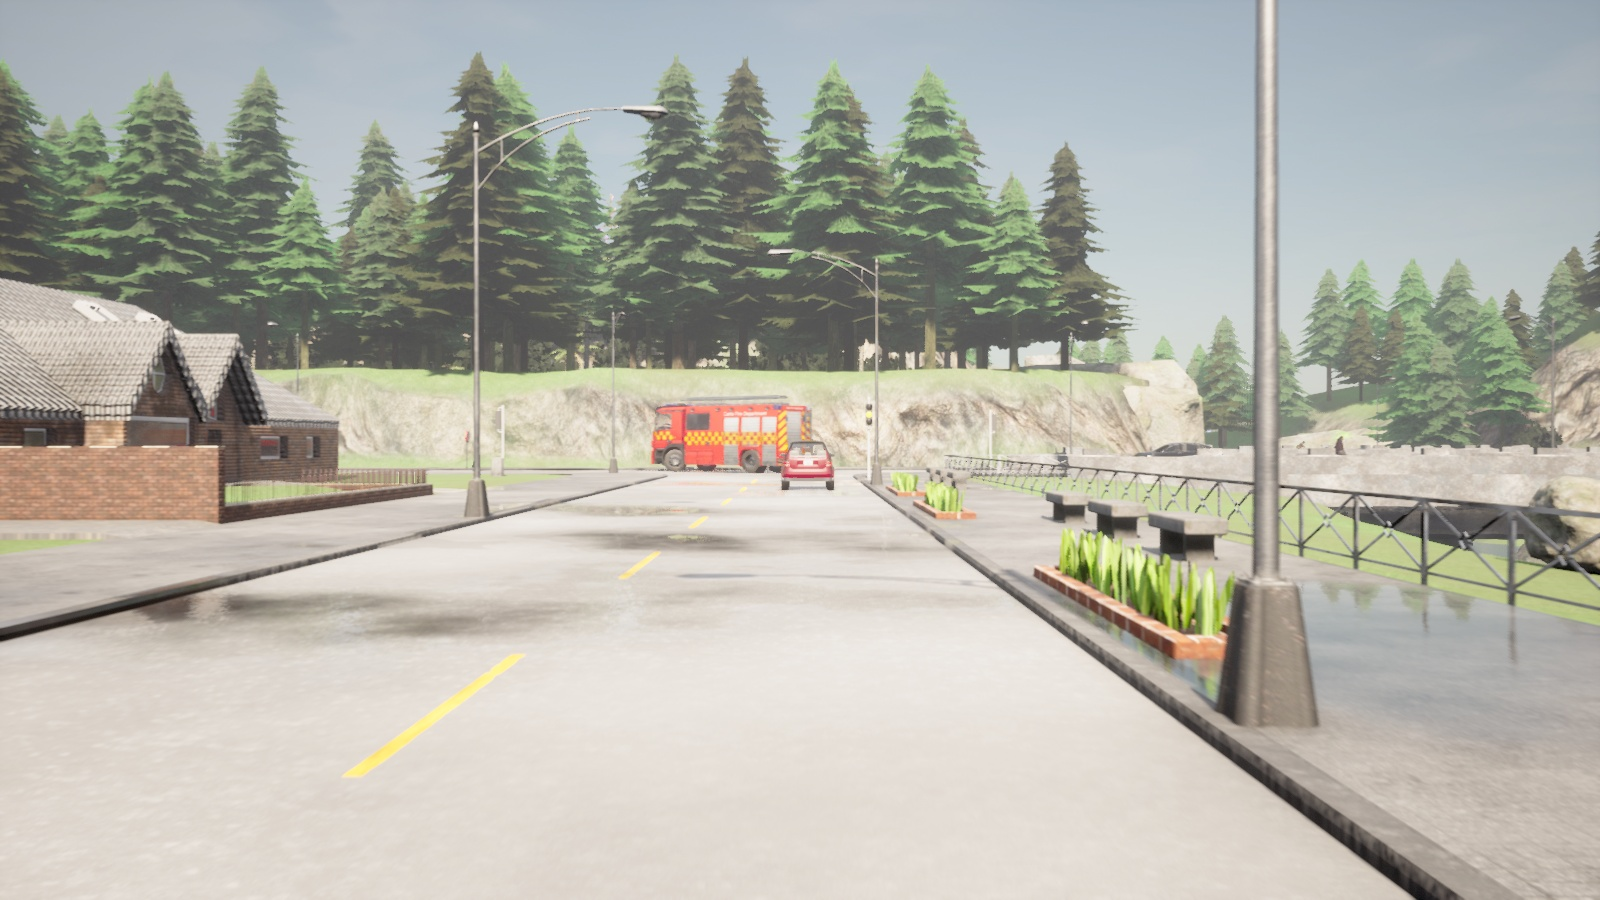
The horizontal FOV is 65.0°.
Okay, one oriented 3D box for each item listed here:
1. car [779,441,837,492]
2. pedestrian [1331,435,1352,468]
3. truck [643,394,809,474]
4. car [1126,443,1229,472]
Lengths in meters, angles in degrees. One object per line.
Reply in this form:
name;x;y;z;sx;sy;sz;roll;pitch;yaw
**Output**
car;0.248;0.496;40.352;1.789;1.549;3.705;0;0;0
pedestrian;30.856;0.078;71.560;0.899;1.844;0.634;0;0;4
truck;-3.868;-0.781;63.840;8.468;3.827;2.891;0;0;35
car;19.945;0.393;66.463;4.892;1.490;1.837;0;0;0
